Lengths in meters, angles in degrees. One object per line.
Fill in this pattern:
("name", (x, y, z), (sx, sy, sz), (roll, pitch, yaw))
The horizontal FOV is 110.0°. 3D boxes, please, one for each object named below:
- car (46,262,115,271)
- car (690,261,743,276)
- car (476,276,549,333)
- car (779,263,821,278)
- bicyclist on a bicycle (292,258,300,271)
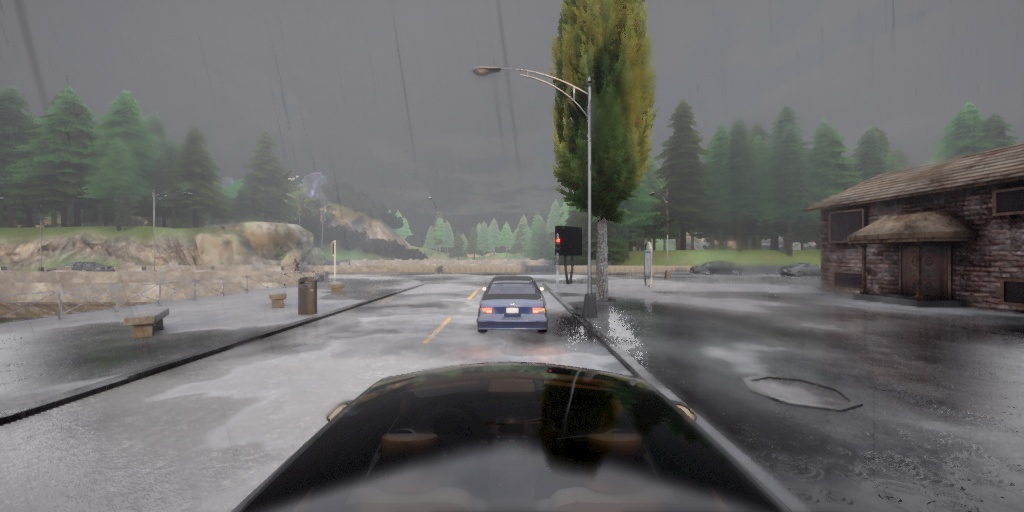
("car", (-43.713, 1.297, 36.388), (5.357, 1.411, 2.033), (0, 0, 0))
("car", (20.734, 1.254, 36.462), (4.892, 1.490, 1.837), (0, 0, 0))
("car", (0.027, 1.297, 10.743), (2.033, 1.411, 5.357), (0, 0, 0))
("car", (26.623, 1.314, 32.263), (4.181, 1.385, 1.994), (0, 0, 0))
("bicyclist on a bicycle", (-24.512, 1.099, 40.678), (0.582, 1.620, 1.656), (0, 0, 0))
